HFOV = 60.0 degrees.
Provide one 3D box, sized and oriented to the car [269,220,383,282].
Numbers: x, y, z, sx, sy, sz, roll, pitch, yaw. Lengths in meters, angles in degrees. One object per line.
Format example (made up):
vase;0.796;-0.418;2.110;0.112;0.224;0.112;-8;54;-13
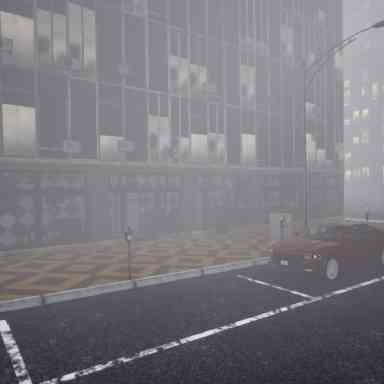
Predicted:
car;4.158;1.542;9.721;4.507;1.381;1.887;0;-1;-36

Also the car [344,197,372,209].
car;18.691;1.273;39.604;1.752;1.417;4.829;-1;1;-35
